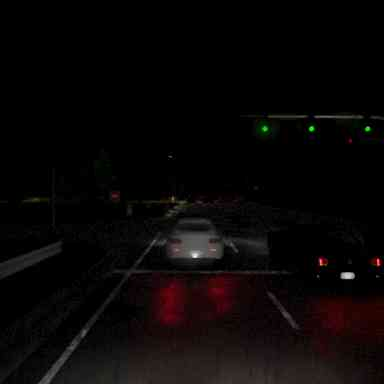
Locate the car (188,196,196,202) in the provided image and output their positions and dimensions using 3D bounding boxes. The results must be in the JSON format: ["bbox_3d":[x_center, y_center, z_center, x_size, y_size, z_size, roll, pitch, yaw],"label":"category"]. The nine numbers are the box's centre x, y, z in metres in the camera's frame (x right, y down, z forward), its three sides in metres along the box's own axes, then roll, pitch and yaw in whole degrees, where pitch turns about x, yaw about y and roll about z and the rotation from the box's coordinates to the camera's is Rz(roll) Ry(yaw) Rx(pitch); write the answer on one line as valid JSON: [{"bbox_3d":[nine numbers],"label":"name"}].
[{"bbox_3d":[-0.076,1.657,81.973,1.837,1.490,4.892,0,0,0],"label":"car"}]

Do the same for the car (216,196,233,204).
[{"bbox_3d":[6.933,1.633,71.946,2.097,1.767,4.553,0,0,0],"label":"car"}]

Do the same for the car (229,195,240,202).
[{"bbox_3d":[10.424,1.635,81.983,1.882,1.535,5.008,0,0,0],"label":"car"}]

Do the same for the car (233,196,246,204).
[{"bbox_3d":[10.433,1.753,71.562,1.882,1.535,5.008,0,0,0],"label":"car"}]

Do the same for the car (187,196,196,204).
[{"bbox_3d":[-0.067,1.815,71.552,2.033,1.411,5.357,0,0,0],"label":"car"}]

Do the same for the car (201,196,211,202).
[{"bbox_3d":[3.424,1.682,81.976,2.128,1.511,4.902,0,0,0],"label":"car"}]

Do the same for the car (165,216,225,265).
[{"bbox_3d":[0.090,1.573,11.744,1.812,1.442,4.674,0,0,0],"label":"car"}]

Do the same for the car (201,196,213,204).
[{"bbox_3d":[3.433,1.633,71.943,2.097,1.767,4.553,0,0,0],"label":"car"}]

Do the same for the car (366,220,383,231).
[{"bbox_3d":[7.083,1.261,9.306,2.150,2.045,5.566,0,0,0],"label":"car"}]

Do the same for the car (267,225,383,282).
[{"bbox_3d":[3.584,1.641,9.864,1.895,1.301,4.718,0,0,0],"label":"car"}]

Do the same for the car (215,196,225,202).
[{"bbox_3d":[6.924,1.682,81.979,2.128,1.511,4.902,0,0,0],"label":"car"}]
